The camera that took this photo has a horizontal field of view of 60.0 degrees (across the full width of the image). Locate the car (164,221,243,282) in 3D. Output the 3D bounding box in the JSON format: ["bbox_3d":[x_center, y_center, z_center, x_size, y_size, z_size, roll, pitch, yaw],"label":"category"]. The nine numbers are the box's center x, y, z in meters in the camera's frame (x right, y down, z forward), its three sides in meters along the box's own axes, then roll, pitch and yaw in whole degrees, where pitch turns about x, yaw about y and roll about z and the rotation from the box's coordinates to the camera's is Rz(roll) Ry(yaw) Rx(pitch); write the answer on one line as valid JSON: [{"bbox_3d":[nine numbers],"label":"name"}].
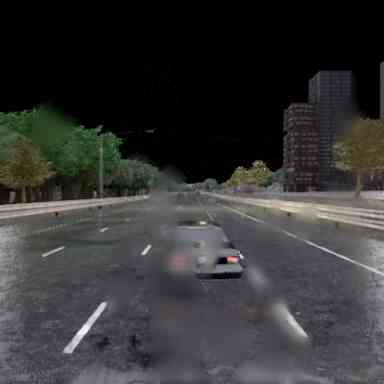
[{"bbox_3d":[0.158,1.557,9.788,2.033,1.411,5.357,0,0,-3],"label":"car"}]
